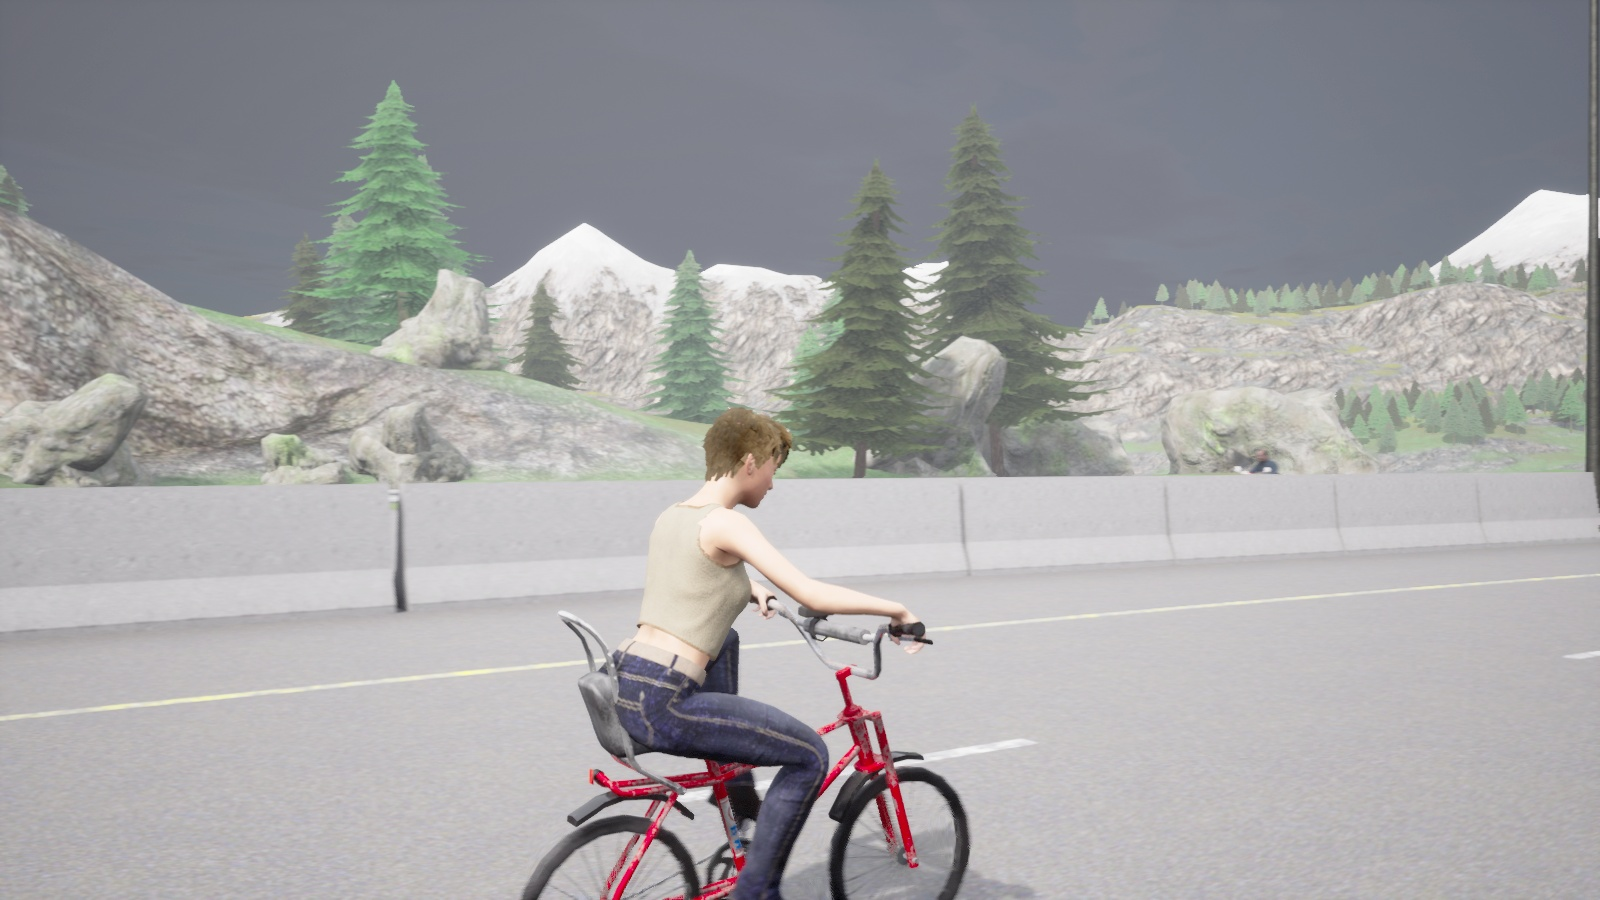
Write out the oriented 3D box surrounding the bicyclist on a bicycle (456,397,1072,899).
[{"bbox_3d":[-0.090,0.689,3.550,1.509,1.612,0.866,0,0,-33],"label":"bicyclist on a bicycle"}]
